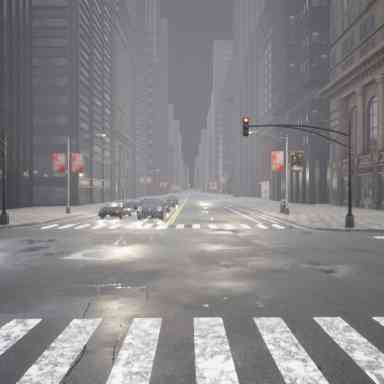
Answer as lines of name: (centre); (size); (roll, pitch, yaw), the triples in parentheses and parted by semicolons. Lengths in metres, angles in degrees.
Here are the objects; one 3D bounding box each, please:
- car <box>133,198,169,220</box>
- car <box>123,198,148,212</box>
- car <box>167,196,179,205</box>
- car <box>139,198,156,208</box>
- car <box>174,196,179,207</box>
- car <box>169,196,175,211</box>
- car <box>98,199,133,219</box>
car: (-3.338, 1.336, 28.091); (2.097, 1.767, 4.553); (0, 0, 0)
car: (-6.584, 1.521, 39.446); (2.033, 1.411, 5.357); (0, 0, 0)
car: (-3.297, 1.454, 57.838); (1.837, 1.490, 4.892); (0, 0, 0)
car: (-6.585, 1.563, 49.532); (1.895, 1.301, 4.718); (0, 0, 0)
car: (-3.339, 1.529, 47.464); (1.994, 1.385, 4.181); (0, 0, 0)
car: (-3.336, 1.523, 37.565); (2.033, 1.411, 5.357); (0, 0, 0)
car: (-6.563, 1.531, 29.348); (2.033, 1.411, 5.357); (0, 0, 4)
